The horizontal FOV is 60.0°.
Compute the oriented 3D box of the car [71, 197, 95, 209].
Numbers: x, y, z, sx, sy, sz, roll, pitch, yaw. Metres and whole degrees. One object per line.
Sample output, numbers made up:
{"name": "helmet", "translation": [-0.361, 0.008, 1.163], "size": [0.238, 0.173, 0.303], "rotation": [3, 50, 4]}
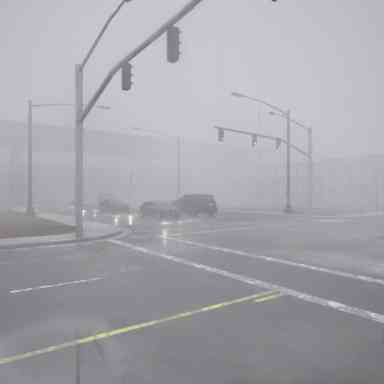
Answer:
{"name": "car", "translation": [-14.259, 1.526, 44.295], "size": [1.812, 1.442, 4.674], "rotation": [0, 0, -32]}

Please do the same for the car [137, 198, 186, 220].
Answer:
{"name": "car", "translation": [-2.878, 1.505, 28.436], "size": [1.837, 1.490, 4.892], "rotation": [0, 0, -36]}

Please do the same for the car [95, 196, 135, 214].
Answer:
{"name": "car", "translation": [-8.458, 1.478, 36.008], "size": [1.882, 1.535, 5.008], "rotation": [0, 0, -36]}

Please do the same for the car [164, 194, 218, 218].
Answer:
{"name": "car", "translation": [0.013, 1.221, 30.743], "size": [2.150, 2.045, 5.566], "rotation": [0, 0, -36]}

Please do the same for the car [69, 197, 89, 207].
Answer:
{"name": "car", "translation": [-18.304, 1.547, 54.173], "size": [2.033, 1.411, 5.357], "rotation": [0, 0, -8]}

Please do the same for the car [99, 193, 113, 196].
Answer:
{"name": "car", "translation": [-15.013, 1.221, 58.913], "size": [2.150, 2.045, 5.566], "rotation": [0, 0, 0]}
